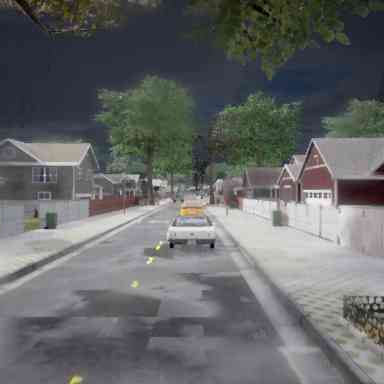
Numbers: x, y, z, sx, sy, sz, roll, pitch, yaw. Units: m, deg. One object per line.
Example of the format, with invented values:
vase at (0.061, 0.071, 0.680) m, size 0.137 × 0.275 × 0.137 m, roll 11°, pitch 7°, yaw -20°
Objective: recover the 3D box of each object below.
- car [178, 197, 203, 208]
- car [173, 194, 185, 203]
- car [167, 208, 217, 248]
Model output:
car at (0.000, 1.499, 29.650) m, size 1.882 × 1.535 × 5.008 m, roll 0°, pitch 0°, yaw 0°
car at (-2.750, 1.335, 69.232) m, size 2.150 × 2.045 × 5.566 m, roll 0°, pitch 0°, yaw 0°
car at (0.000, 1.619, 14.681) m, size 1.895 × 1.301 × 4.718 m, roll 0°, pitch 0°, yaw 0°
